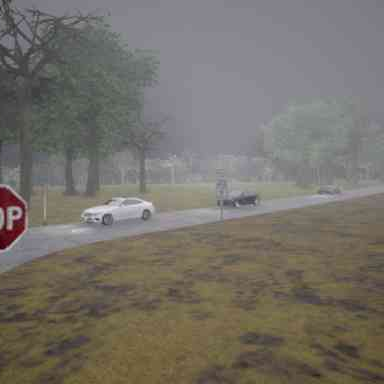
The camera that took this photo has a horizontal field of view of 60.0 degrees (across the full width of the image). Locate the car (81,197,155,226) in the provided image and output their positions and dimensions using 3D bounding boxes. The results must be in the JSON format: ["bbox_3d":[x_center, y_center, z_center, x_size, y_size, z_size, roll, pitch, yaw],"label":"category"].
[{"bbox_3d":[-4.282,1.060,19.895,1.812,1.442,4.674,1,3,40],"label":"car"}]

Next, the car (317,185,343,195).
[{"bbox_3d":[19.103,-0.318,45.932,2.033,1.411,5.357,1,3,42],"label":"car"}]

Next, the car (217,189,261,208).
[{"bbox_3d":[4.167,0.533,29.396,1.882,1.535,5.008,1,3,42],"label":"car"}]
